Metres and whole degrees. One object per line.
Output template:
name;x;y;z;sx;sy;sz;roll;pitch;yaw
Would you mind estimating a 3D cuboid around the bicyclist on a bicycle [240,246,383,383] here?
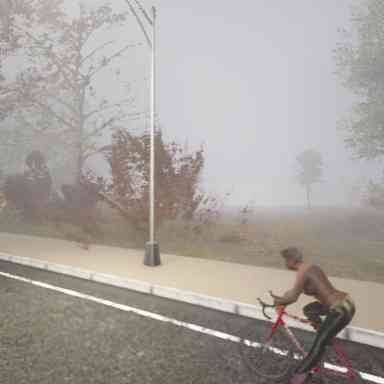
bicyclist on a bicycle;1.273;1.452;3.724;1.656;1.620;0.582;0;0;35
